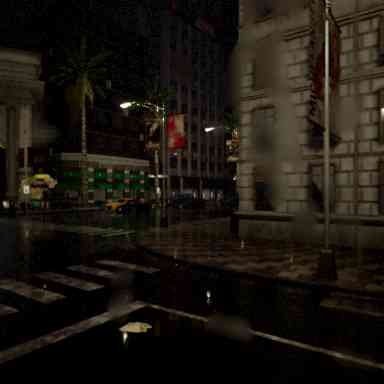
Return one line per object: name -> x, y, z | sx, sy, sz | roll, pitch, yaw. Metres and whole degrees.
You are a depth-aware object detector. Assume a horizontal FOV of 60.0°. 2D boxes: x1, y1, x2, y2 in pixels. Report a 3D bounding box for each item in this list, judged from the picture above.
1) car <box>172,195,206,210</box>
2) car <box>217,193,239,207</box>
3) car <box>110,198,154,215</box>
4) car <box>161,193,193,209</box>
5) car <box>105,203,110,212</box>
car -> -0.012, 1.523, 42.473 | 1.812, 1.442, 4.674 | 0, 0, 37
car -> 6.772, 1.219, 50.718 | 5.566, 2.045, 2.150 | 0, 0, -45
car -> -5.918, 1.562, 34.445 | 1.994, 1.385, 4.181 | 0, 0, 36
car -> -1.797, 1.219, 45.952 | 2.150, 2.045, 5.566 | 0, 0, 37
car -> -7.599, 1.475, 38.073 | 1.882, 1.535, 5.008 | 0, 0, 37
